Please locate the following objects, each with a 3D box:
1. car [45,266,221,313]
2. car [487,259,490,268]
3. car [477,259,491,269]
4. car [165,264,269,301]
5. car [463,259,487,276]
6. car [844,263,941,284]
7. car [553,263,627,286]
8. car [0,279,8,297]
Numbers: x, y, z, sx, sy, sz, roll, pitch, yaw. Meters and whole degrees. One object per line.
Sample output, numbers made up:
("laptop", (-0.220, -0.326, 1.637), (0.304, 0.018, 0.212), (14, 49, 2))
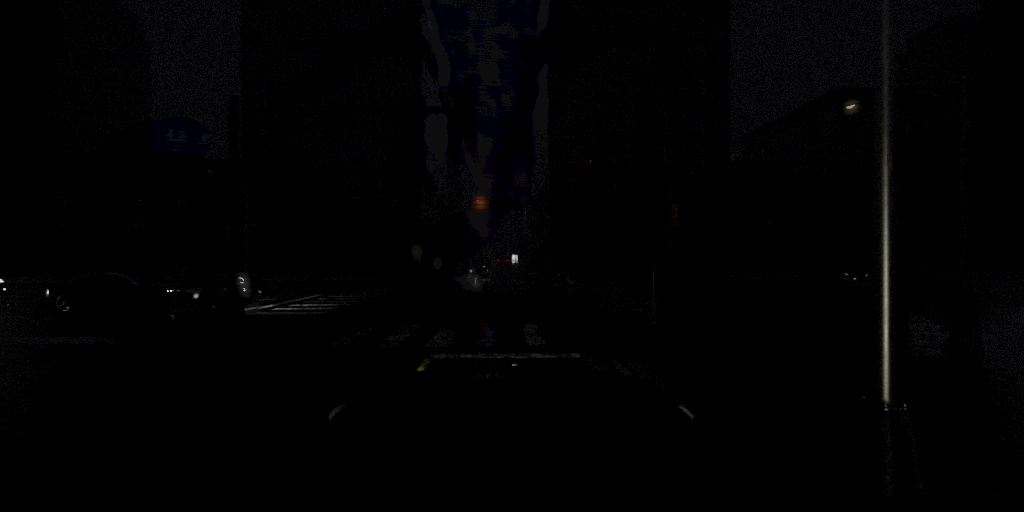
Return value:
("car", (-14.652, 1.290, 13.805), (4.902, 1.511, 2.128), (0, 0, -2))
("car", (-4.293, 1.284, 47.913), (1.837, 1.490, 4.892), (0, 0, -2))
("car", (-4.632, 1.284, 60.308), (2.128, 1.511, 4.902), (0, 0, -1))
("car", (-14.249, 1.148, 17.073), (4.553, 1.767, 2.097), (0, 0, -2))
("car", (-4.005, 1.260, 37.534), (2.128, 1.511, 4.902), (0, 0, -2))
("car", (26.543, 1.188, 25.060), (5.357, 1.411, 2.033), (0, 0, -2))
("car", (5.249, 1.224, 24.390), (4.892, 1.490, 1.837), (0, 0, -2))
("car", (-26.853, 1.197, 16.679), (4.553, 1.767, 2.097), (0, 0, -2))
